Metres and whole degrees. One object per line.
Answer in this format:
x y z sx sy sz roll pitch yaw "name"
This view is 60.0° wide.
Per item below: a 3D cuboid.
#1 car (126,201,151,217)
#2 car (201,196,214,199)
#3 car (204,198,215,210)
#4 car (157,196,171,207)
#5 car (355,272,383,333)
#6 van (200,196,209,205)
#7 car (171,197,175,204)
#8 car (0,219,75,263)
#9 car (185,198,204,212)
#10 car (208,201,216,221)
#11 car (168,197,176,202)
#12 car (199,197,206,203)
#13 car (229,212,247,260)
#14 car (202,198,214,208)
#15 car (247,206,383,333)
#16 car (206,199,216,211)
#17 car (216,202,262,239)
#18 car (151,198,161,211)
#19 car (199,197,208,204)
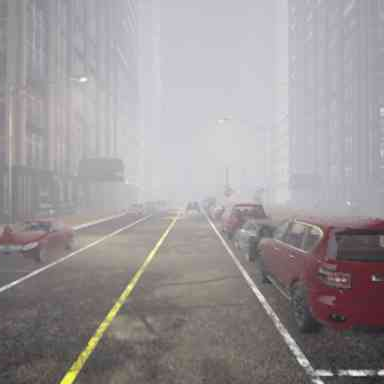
-5.685 1.832 34.488 1.802 1.307 4.206 0 0 0 "car"
2.697 1.684 51.107 2.192 1.841 5.009 0 0 0 "car"
2.696 1.896 45.567 1.947 1.339 4.313 0 0 0 "car"
-5.683 1.763 62.186 2.192 1.841 5.009 0 0 0 "car"
2.694 1.555 1.253 1.887 1.381 4.507 0 0 0 "car"
2.697 1.868 73.264 1.690 1.788 3.998 0 0 0 "van"
-5.684 2.111 78.802 1.887 1.381 4.507 0 0 0 "car"
-5.686 1.673 12.331 1.802 1.307 4.206 0 0 0 "car"
0.101 1.864 43.721 2.033 1.411 5.357 0 0 0 "car"
2.695 1.761 28.949 2.008 1.369 4.403 0 0 0 "car"
-5.683 2.229 95.419 1.887 1.381 4.507 0 0 0 "car"
2.697 2.132 84.511 1.752 1.417 4.829 0 0 0 "car"
2.694 1.656 12.332 1.947 1.339 4.313 0 0 0 "car"
2.696 1.849 56.646 1.967 1.590 4.097 0 0 0 "car"
2.695 1.365 6.795 2.192 1.841 5.009 0 0 0 "car"
2.695 1.777 34.659 1.752 1.417 4.829 0 0 0 "car"
2.696 1.445 17.873 2.192 1.841 5.009 0 0 0 "car"
-5.685 1.912 45.566 1.802 1.307 4.206 0 0 0 "car"
2.697 2.007 78.803 1.967 1.590 4.097 0 0 0 "car"
